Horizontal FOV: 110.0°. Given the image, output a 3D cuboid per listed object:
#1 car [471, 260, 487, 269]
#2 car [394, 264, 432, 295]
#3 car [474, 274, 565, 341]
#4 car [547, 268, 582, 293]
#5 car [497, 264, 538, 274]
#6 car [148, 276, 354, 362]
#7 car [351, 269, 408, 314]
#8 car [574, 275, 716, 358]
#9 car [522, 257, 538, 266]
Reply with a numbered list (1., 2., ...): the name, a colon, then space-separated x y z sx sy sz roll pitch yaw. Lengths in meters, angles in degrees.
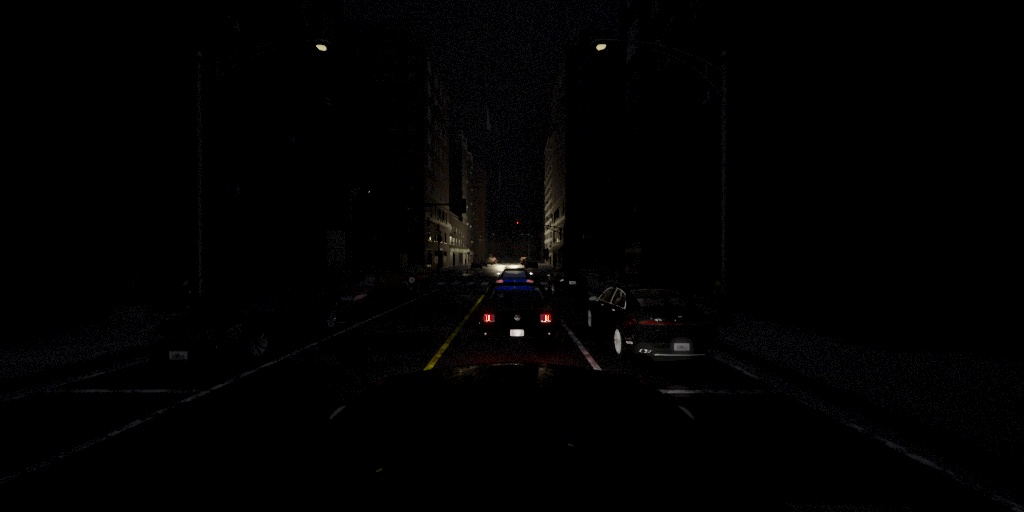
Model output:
1. car: -5.475 1.367 56.363 1.802 1.307 4.207 0 0 0
2. car: -5.618 1.190 19.261 1.967 1.591 4.097 0 0 0
3. car: 0.118 1.351 9.858 1.895 1.301 4.718 0 0 0
4. car: 2.907 1.316 19.236 1.948 1.339 4.313 0 0 0
5. car: 0.145 1.314 18.617 1.994 1.385 4.181 0 0 1
6. car: -5.650 1.315 8.258 1.948 1.339 4.313 0 0 0
7. car: -5.635 1.332 13.760 1.802 1.307 4.207 0 0 0
8. car: 2.875 1.300 8.234 2.007 1.370 4.403 0 0 0
9. car: 3.050 1.225 56.325 1.967 1.591 4.097 0 0 0
